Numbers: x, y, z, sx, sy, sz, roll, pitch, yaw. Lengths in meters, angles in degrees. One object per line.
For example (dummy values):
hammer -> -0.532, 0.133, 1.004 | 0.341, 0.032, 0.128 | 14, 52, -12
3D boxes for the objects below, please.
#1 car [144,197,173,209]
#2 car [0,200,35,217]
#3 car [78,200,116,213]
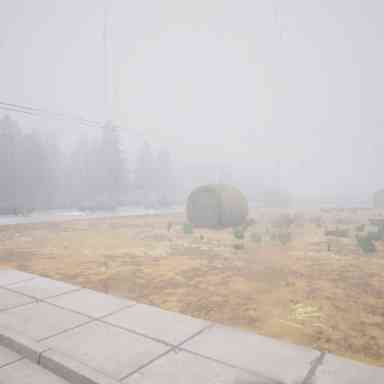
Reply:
car -> -4.574, 1.532, 46.051 | 1.837, 1.490, 4.892 | 0, 0, 36
car -> -16.671, 1.518, 29.741 | 2.128, 1.511, 4.902 | 0, 0, 37
car -> -10.727, 1.591, 37.768 | 1.994, 1.385, 4.181 | 0, 0, 36
